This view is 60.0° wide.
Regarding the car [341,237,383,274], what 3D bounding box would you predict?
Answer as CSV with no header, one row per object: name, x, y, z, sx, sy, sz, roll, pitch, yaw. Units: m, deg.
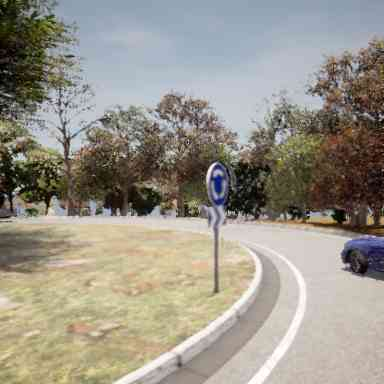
car,6.001,1.545,8.178,1.812,1.442,4.674,-1,0,-26

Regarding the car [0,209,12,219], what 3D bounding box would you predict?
car,-17.364,1.751,26.433,5.357,1.411,2.033,0,0,-25
